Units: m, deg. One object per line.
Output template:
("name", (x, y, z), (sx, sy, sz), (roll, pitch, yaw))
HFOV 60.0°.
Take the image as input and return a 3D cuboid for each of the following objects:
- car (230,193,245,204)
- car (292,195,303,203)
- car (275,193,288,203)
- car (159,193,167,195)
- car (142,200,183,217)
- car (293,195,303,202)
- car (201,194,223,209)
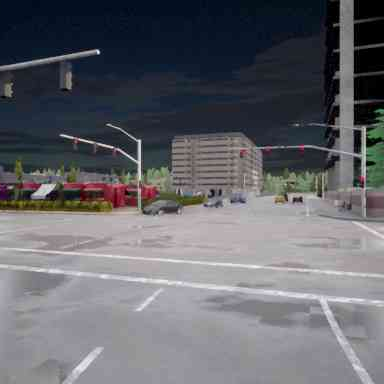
("car", (8.668, 1.224, 62.811), (2.150, 2.045, 5.566), (0, 0, 19))
("car", (21.483, 1.478, 67.604), (1.882, 1.535, 5.008), (0, 0, 19))
("car", (18.270, 1.478, 69.010), (1.882, 1.535, 5.008), (0, 0, 19))
("car", (-7.924, 1.209, 81.463), (4.605, 1.855, 1.932), (0, 0, 19))
("car", (-2.752, 1.525, 32.451), (1.837, 1.490, 4.892), (2, 1, 34))
("car", (24.780, 1.525, 77.346), (2.128, 1.511, 4.902), (0, 0, 19))
("car", (3.027, 1.491, 46.387), (2.128, 1.511, 4.902), (0, 0, 19))
